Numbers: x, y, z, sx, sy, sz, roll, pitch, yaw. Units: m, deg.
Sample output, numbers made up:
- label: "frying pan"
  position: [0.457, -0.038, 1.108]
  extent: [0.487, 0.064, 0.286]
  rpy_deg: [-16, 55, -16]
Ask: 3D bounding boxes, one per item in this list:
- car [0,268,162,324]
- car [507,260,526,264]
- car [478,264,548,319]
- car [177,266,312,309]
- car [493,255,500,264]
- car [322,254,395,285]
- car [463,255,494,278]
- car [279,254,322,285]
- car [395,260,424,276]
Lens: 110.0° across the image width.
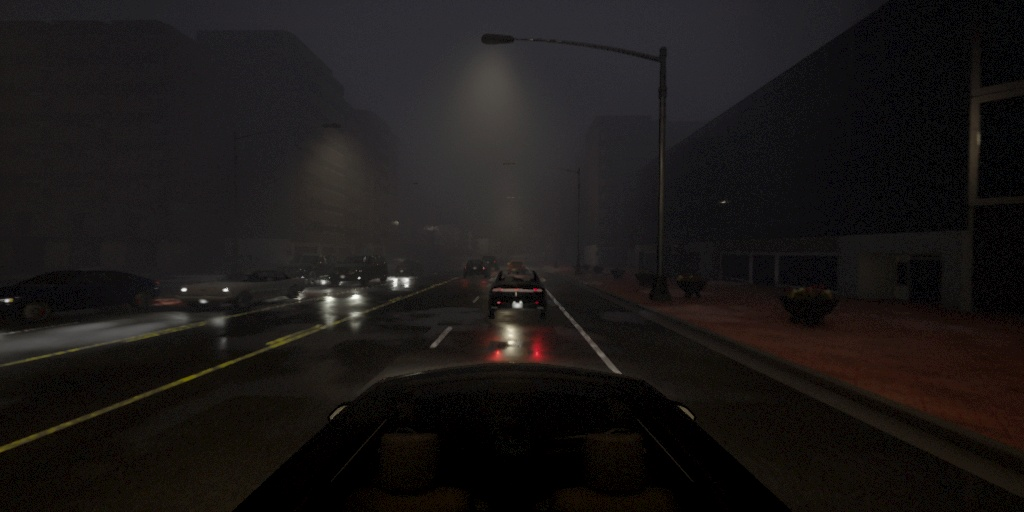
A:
- label: "car"
  position: [-13.990, 1.142, 11.458]
  extent: [1.812, 1.442, 4.674]
  rpy_deg: [0, 0, 1]
- label: "car"
  position: [0.509, 1.185, 38.607]
  extent: [1.882, 1.535, 5.008]
  rpy_deg: [0, 0, 1]
- label: "car"
  position: [0.199, 1.206, 12.704]
  extent: [2.128, 1.511, 4.902]
  rpy_deg: [0, 0, 1]
- label: "car"
  position: [-10.462, 1.240, 14.392]
  extent: [1.895, 1.301, 4.718]
  rpy_deg: [0, 0, 1]
- label: "car"
  position: [-2.901, 0.898, 48.102]
  extent: [2.150, 2.045, 5.566]
  rpy_deg: [0, 0, 2]
- label: "car"
  position: [-10.242, 0.898, 24.514]
  extent: [2.150, 2.045, 5.566]
  rpy_deg: [0, 0, 1]
- label: "car"
  position: [-3.086, 1.037, 32.310]
  extent: [2.097, 1.767, 4.553]
  rpy_deg: [0, 0, 2]
- label: "car"
  position: [-13.742, 0.874, 24.553]
  extent: [2.150, 2.045, 5.566]
  rpy_deg: [0, 0, 1]
- label: "car"
  position: [-10.117, 1.128, 35.497]
  extent: [2.128, 1.511, 4.902]
  rpy_deg: [0, 0, 1]
